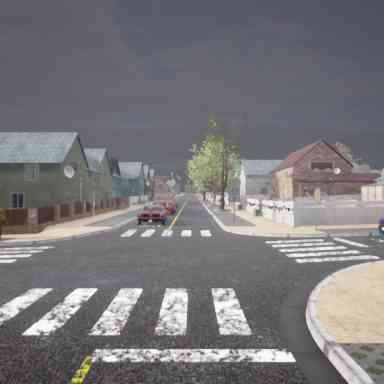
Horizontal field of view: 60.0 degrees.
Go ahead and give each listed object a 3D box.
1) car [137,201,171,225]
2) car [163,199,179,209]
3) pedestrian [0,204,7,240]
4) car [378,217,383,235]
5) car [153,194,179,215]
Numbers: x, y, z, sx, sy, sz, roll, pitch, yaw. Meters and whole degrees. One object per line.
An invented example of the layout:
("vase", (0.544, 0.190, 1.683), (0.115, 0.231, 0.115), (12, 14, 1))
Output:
("car", (-2.798, 1.603, 24.156), (1.895, 1.301, 4.718), (0, 0, -1))
("car", (-2.805, 1.601, 45.801), (1.895, 1.301, 4.718), (0, 0, 1))
("pedestrian", (-9.679, 1.461, 16.682), (0.375, 1.860, 0.375), (0, 0, 0))
("car", (10.421, 1.189, 13.838), (5.008, 1.535, 1.882), (-2, -1, -2))
("car", (-2.825, 1.224, 34.880), (2.150, 2.045, 5.566), (0, 0, 0))
